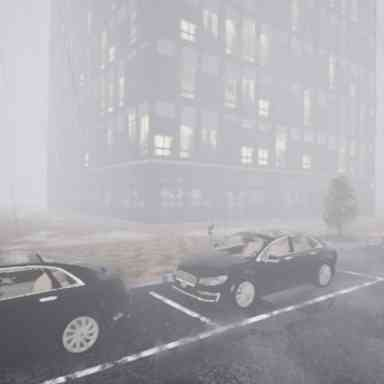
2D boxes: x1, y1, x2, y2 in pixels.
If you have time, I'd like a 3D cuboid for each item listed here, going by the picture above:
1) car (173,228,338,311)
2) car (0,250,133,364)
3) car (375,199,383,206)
[{"bbox_3d":[1.630,1.563,7.711,4.403,1.369,2.008,0,1,-36],"label":"car"},{"bbox_3d":[-2.974,1.551,4.424,4.403,1.369,2.008,0,1,-36],"label":"car"},{"bbox_3d":[33.592,1.925,60.477,1.802,1.307,4.206,1,-1,-35],"label":"car"}]
